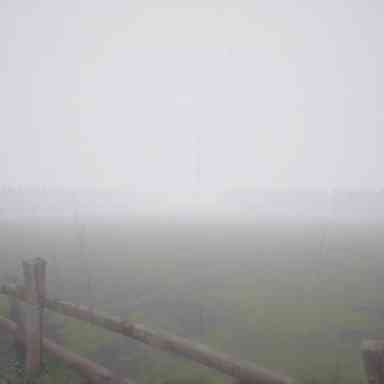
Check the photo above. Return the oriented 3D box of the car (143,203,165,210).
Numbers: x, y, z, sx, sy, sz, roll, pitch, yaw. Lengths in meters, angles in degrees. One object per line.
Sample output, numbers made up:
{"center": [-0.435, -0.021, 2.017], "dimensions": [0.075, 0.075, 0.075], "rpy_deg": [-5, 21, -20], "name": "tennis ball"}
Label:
{"center": [-7.393, 2.867, 65.260], "dimensions": [1.882, 1.535, 5.008], "rpy_deg": [-1, -2, 36], "name": "car"}
